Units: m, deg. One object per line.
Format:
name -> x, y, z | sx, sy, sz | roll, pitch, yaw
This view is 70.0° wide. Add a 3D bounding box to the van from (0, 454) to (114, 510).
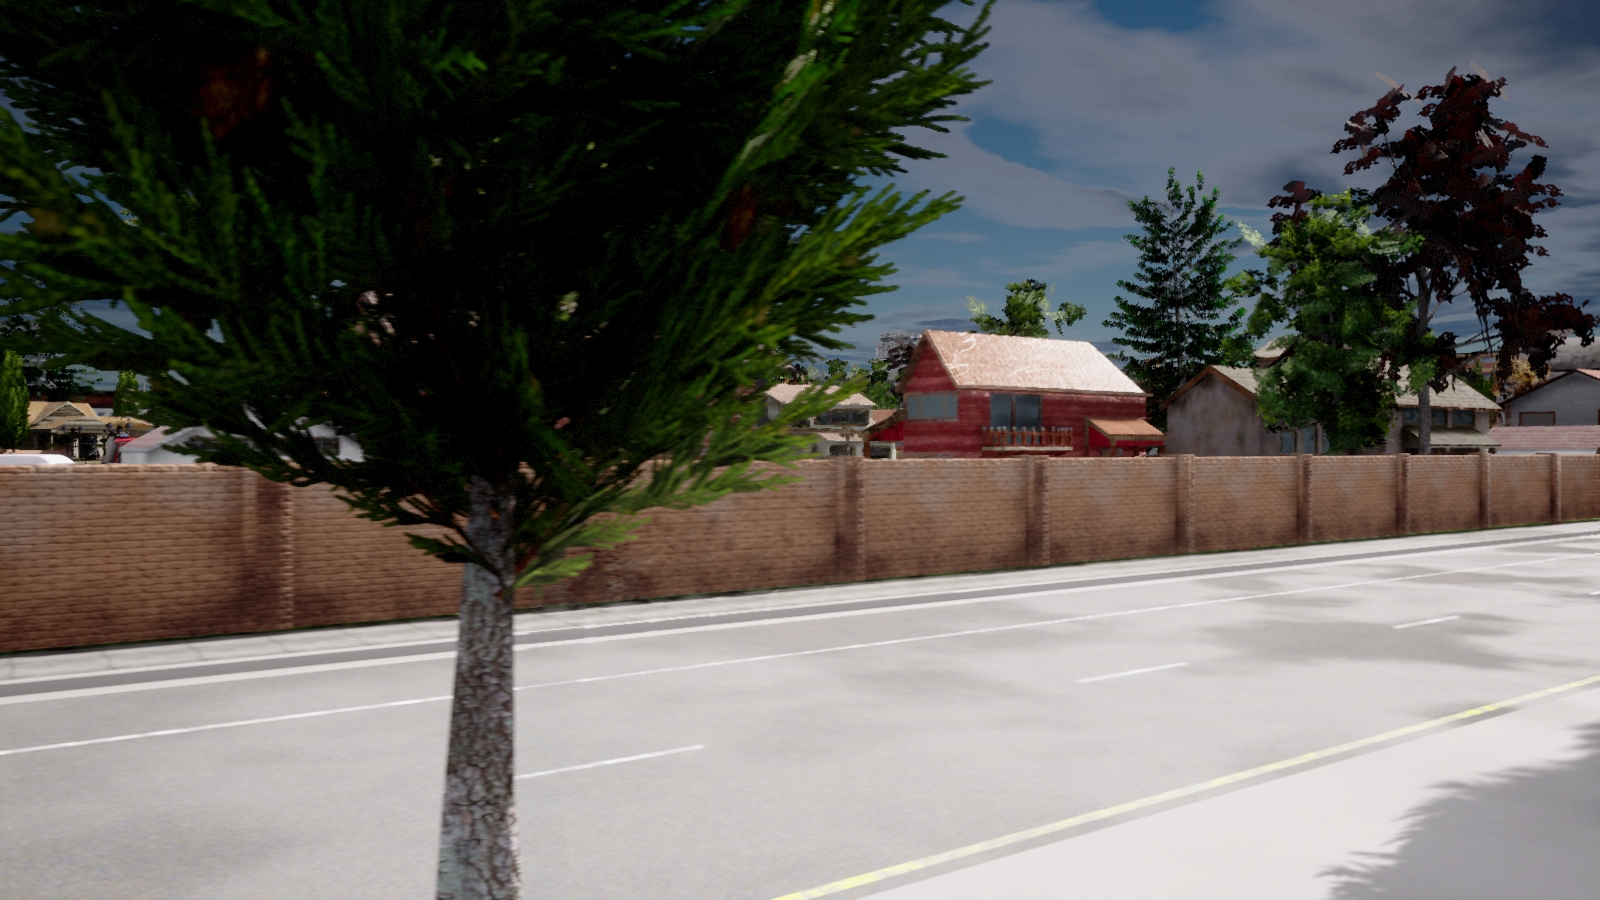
van -> -36.184, 1.498, 54.394 | 5.915, 2.561, 1.988 | 0, 1, 3
